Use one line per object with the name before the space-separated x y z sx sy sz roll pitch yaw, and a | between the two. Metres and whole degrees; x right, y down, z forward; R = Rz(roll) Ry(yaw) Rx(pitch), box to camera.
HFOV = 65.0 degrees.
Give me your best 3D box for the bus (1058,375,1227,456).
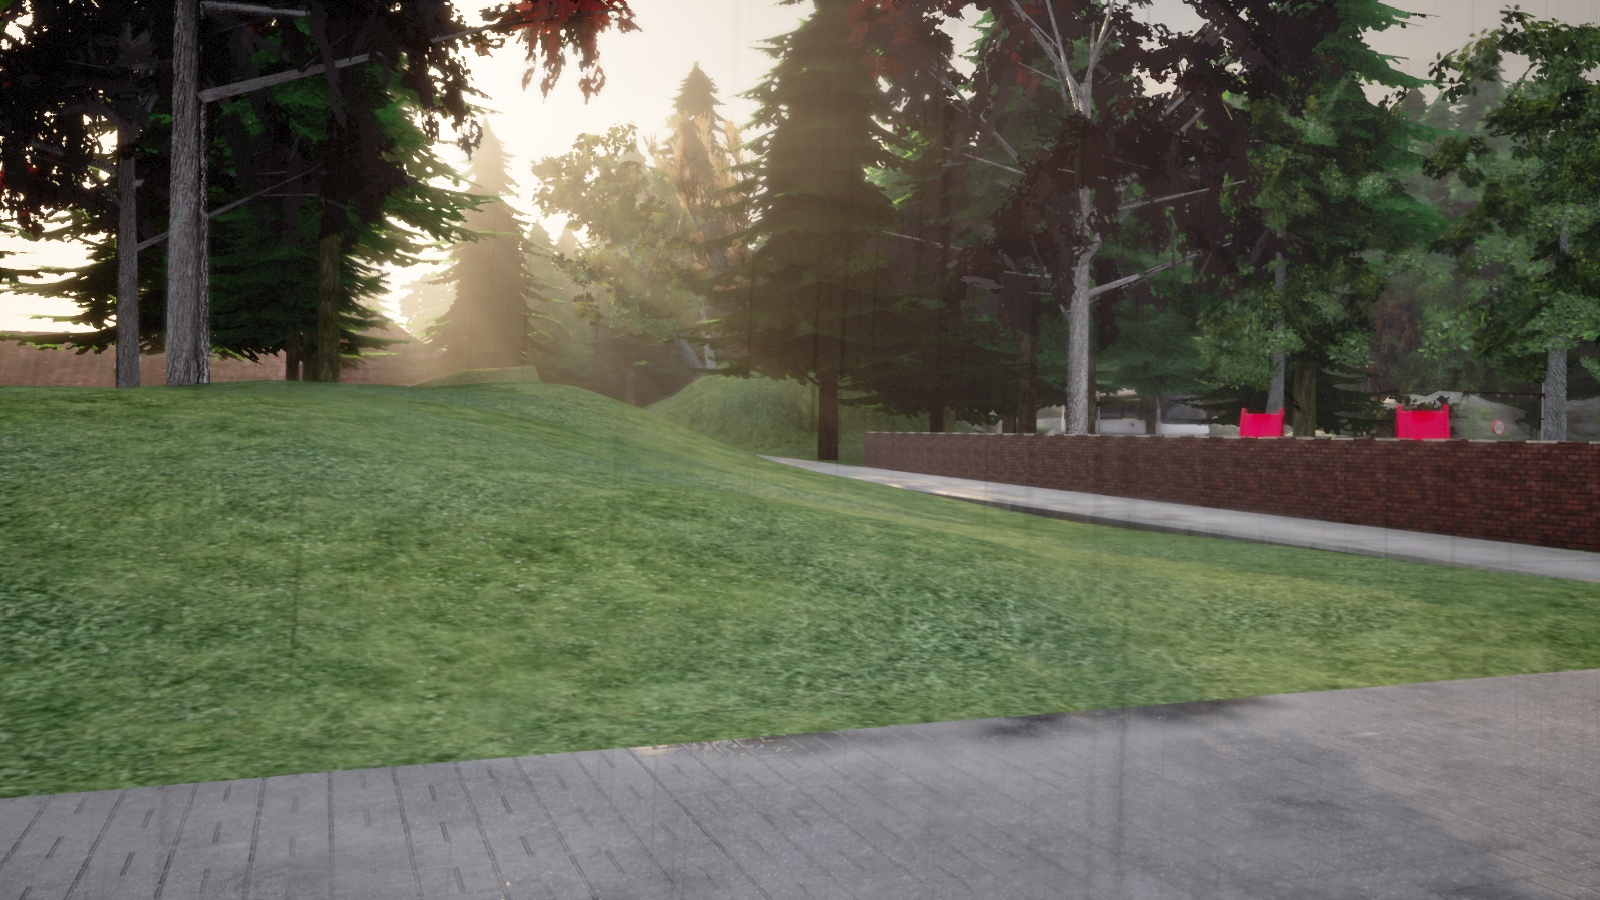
bus | 19.062 -1.939 70.914 3.944 4.253 10.273 -1 2 -21
